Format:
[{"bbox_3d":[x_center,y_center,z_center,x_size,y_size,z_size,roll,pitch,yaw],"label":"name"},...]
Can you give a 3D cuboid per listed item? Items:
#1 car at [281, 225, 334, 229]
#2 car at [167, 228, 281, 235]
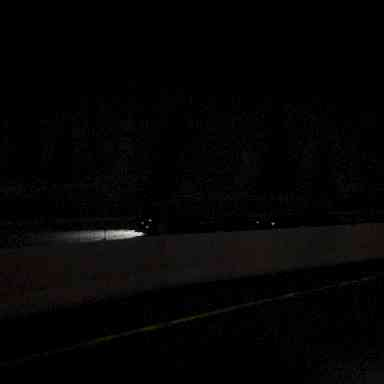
[{"bbox_3d":[6.324,1.618,19.566,5.357,1.411,2.033,0,0,-26],"label":"car"},{"bbox_3d":[1.012,1.586,12.680,4.181,1.385,1.994,0,0,-30],"label":"car"}]
